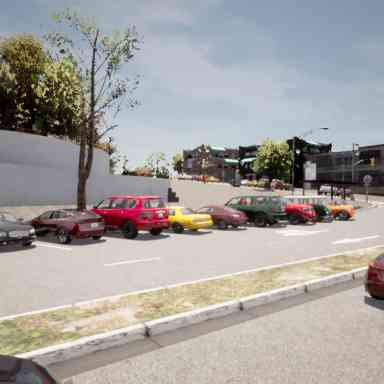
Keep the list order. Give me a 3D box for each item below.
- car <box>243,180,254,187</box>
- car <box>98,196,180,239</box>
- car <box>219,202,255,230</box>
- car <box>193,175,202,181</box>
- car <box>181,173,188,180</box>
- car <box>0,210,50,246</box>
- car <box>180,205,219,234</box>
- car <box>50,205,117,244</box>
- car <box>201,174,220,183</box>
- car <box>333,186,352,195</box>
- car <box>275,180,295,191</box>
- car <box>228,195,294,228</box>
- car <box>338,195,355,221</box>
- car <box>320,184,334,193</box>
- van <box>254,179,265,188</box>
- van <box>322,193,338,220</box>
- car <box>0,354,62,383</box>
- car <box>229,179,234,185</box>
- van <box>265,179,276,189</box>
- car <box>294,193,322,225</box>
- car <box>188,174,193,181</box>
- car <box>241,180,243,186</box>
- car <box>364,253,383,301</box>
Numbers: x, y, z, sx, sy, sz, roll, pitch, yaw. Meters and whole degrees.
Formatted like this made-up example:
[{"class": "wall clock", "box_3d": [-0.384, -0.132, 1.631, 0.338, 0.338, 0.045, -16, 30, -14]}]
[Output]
[{"class": "car", "box_3d": [14.035, -1.811, 73.832, 1.946, 1.575, 5.366, 7, 3, 35]}, {"class": "car", "box_3d": [-3.718, 1.248, 17.582, 5.566, 2.045, 2.435, -1, -1, 35]}, {"class": "car", "box_3d": [1.209, 1.549, 21.036, 4.674, 1.452, 2.002, -1, -1, 35]}, {"class": "car", "box_3d": [3.508, -3.698, 88.386, 2.435, 2.045, 5.566, 7, 3, 34]}, {"class": "car", "box_3d": [-0.015, -4.084, 93.323, 2.185, 1.767, 4.553, 4, 1, 33]}, {"class": "car", "box_3d": [-8.584, 1.493, 14.092, 4.892, 1.521, 2.231, -1, -1, 35]}, {"class": "car", "box_3d": [-1.398, 1.503, 19.409, 5.366, 1.575, 1.946, -1, -1, 35]}, {"class": "car", "box_3d": [-6.163, 1.524, 15.838, 4.792, 1.488, 2.163, -1, -1, 35]}, {"class": "car", "box_3d": [5.359, -3.175, 86.127, 1.946, 1.575, 5.366, 7, 3, 34]}, {"class": "car", "box_3d": [25.996, 0.137, 56.406, 2.002, 1.452, 4.674, 7, 3, 35]}, {"class": "car", "box_3d": [19.097, -0.991, 66.266, 2.231, 1.521, 4.892, 7, 3, 35]}, {"class": "car", "box_3d": [3.637, 1.263, 22.793, 5.566, 2.045, 2.435, -1, -1, 35]}, {"class": "car", "box_3d": [11.099, 1.404, 27.917, 4.553, 1.767, 2.185, -1, -1, 35]}, {"class": "car", "box_3d": [24.305, -0.425, 58.879, 2.435, 2.045, 5.566, 7, 3, 35]}, {"class": "van", "box_3d": [15.609, -1.763, 71.100, 1.878, 1.987, 4.442, 7, 4, 35]}, {"class": "van", "box_3d": [8.690, 1.297, 26.167, 4.442, 1.987, 1.878, -1, -1, 35]}, {"class": "car", "box_3d": [-2.855, 1.504, 1.097, 4.892, 1.490, 1.837, 0, 0, -35]}, {"class": "car", "box_3d": [10.463, -2.316, 78.615, 2.002, 1.452, 4.674, 7, 3, 35]}, {"class": "van", "box_3d": [17.337, -1.490, 68.629, 1.878, 1.987, 4.442, 7, 4, 35]}, {"class": "car", "box_3d": [6.151, 1.267, 24.498, 5.566, 2.045, 2.435, -1, -1, 35]}, {"class": "car", "box_3d": [1.715, -3.849, 90.853, 2.185, 1.767, 4.553, 6, 3, 34]}, {"class": "car", "box_3d": [12.204, -2.042, 76.153, 2.002, 1.452, 4.674, 7, 4, 35]}, {"class": "car", "box_3d": [5.588, 1.574, 7.121, 4.181, 1.385, 1.994, 0, 0, -34]}]
